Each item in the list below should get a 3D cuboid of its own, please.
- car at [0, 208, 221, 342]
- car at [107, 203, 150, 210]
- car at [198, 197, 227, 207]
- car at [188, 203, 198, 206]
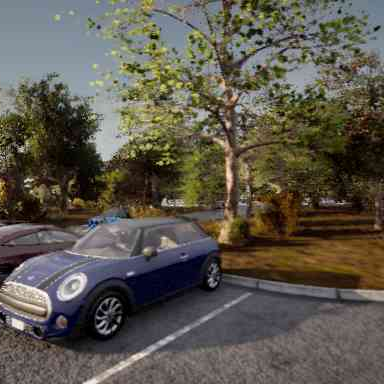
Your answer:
[{"bbox_3d":[-1.284,1.361,6.766,2.185,1.767,4.553,0,0,35],"label":"car"},{"bbox_3d":[-5.728,1.882,25.686,2.128,1.511,4.902,-3,-1,35],"label":"car"},{"bbox_3d":[3.119,1.095,38.097,2.097,1.767,4.553,-3,-1,35],"label":"car"},{"bbox_3d":[1.250,1.551,58.684,4.553,1.767,2.097,-2,-1,35],"label":"car"}]
